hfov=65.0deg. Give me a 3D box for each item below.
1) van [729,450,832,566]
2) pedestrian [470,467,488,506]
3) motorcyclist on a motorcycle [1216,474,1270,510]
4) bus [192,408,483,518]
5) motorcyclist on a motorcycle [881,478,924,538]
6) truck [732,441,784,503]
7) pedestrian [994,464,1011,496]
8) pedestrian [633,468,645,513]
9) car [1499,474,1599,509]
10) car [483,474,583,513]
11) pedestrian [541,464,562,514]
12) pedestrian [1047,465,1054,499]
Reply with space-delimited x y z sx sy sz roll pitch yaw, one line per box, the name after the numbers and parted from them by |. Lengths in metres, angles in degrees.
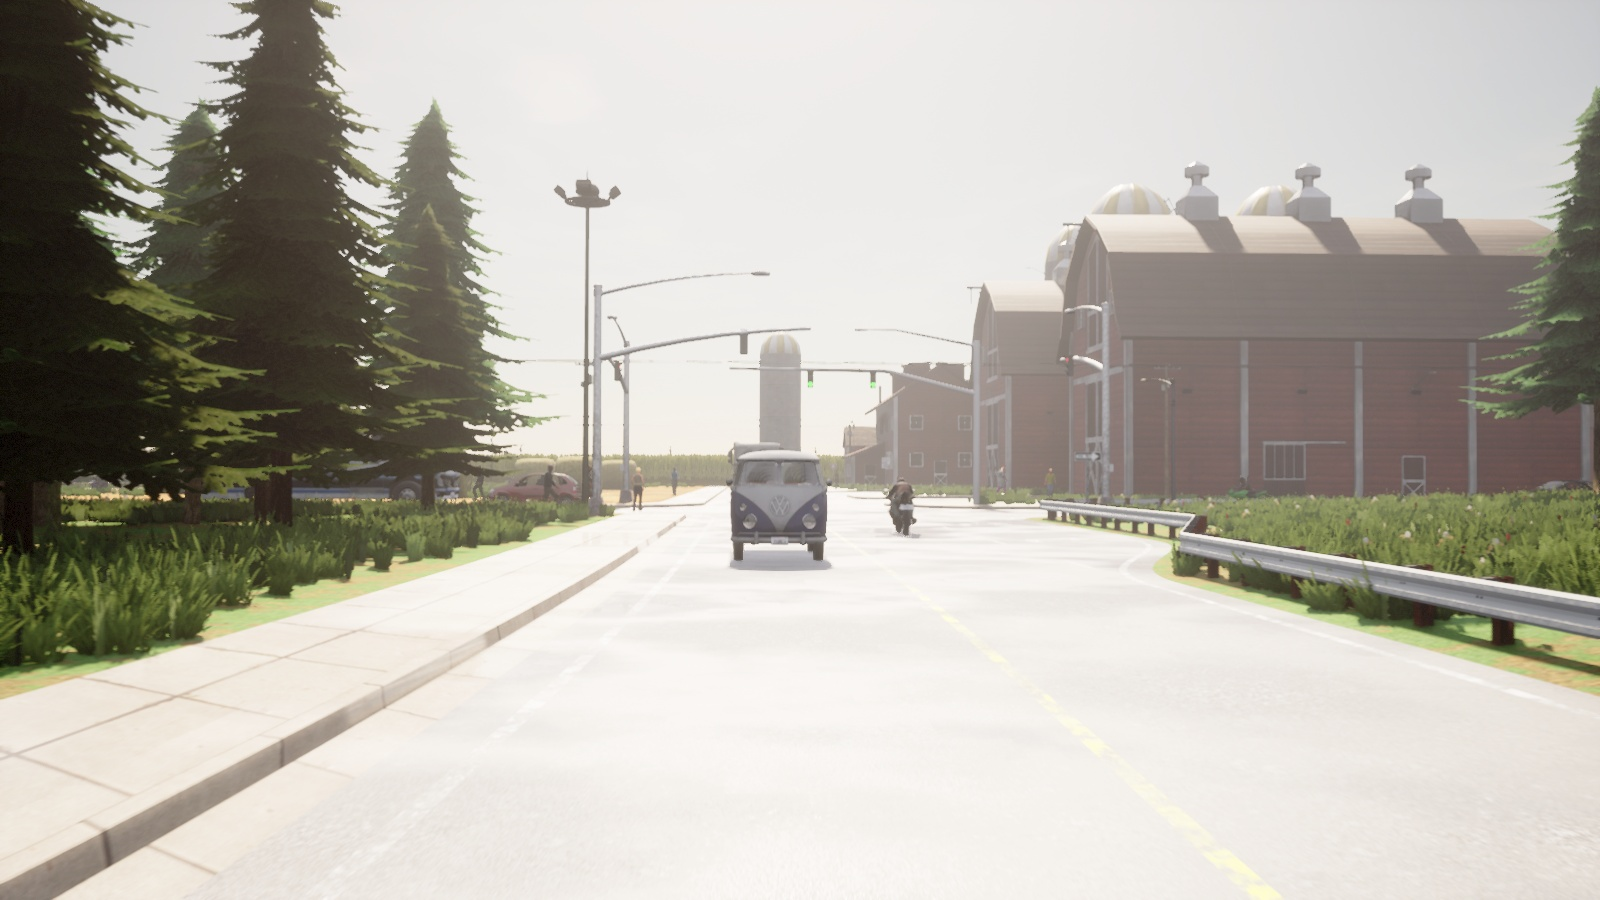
-0.421 1.043 23.854 1.775 1.987 4.442 0 -1 -2 | van
-15.302 1.717 59.813 0.726 1.842 0.402 0 -1 10 | pedestrian
19.428 1.835 55.081 2.044 1.523 0.797 0 -1 -1 | motorcyclist on a motorcycle
-18.435 0.542 50.726 10.273 4.253 3.944 0 -1 -1 | bus
2.698 1.499 33.272 0.866 1.530 2.191 0 -1 -2 | motorcyclist on a motorcycle
-2.536 1.322 75.012 2.891 3.462 7.936 0 -1 -2 | truck
12.334 1.818 76.519 0.873 1.952 0.659 0 -1 0 | pedestrian
-6.614 1.674 51.586 0.345 1.836 0.594 0 -1 6 | pedestrian
33.464 1.816 55.408 4.193 1.474 1.816 0 -1 -1 | car
-11.521 1.860 54.348 3.988 1.617 1.851 0 -1 -3 | car
-9.267 1.461 46.838 0.726 1.842 0.402 0 -1 -5 | pedestrian
13.917 1.782 69.790 0.354 1.836 0.706 0 -1 10 | pedestrian
